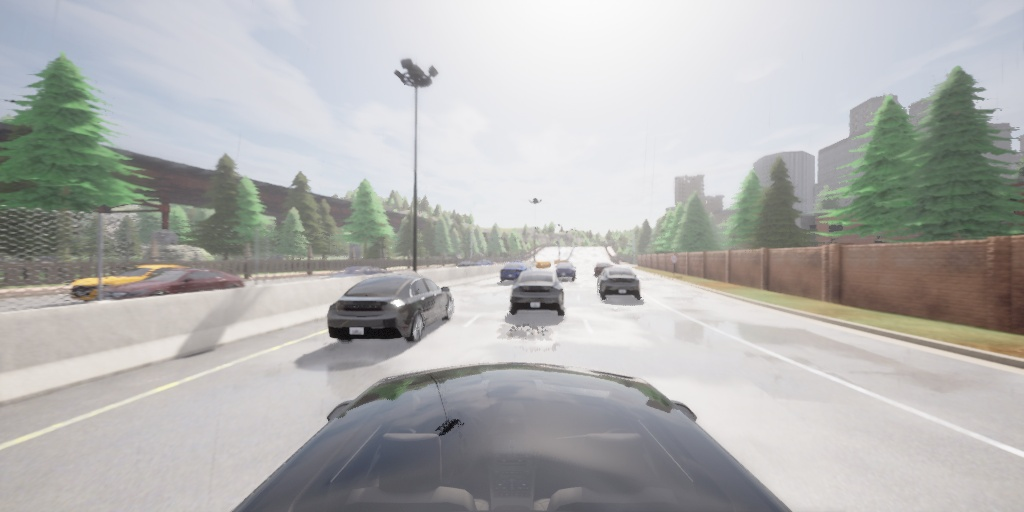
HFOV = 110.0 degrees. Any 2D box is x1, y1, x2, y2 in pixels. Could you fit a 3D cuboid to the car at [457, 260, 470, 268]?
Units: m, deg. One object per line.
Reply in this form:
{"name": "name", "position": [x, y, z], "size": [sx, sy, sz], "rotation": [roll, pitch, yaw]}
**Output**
{"name": "car", "position": [-7.380, 1.395, 58.719], "size": [1.994, 1.385, 4.181], "rotation": [0, 0, 13]}

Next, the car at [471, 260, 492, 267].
{"name": "car", "position": [-4.408, 1.322, 56.036], "size": [1.882, 1.535, 5.008], "rotation": [0, 0, 13]}

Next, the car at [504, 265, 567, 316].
{"name": "car", "position": [1.061, 1.291, 13.775], "size": [1.837, 1.490, 4.892], "rotation": [0, 0, 8]}

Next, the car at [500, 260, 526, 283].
{"name": "car", "position": [0.415, 1.292, 28.728], "size": [1.882, 1.535, 5.008], "rotation": [0, 0, 12]}

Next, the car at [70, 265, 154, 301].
{"name": "car", "position": [-16.400, 1.150, 16.347], "size": [1.882, 1.535, 5.008], "rotation": [0, 0, 8]}

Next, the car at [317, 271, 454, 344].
{"name": "car", "position": [-2.934, 1.255, 9.649], "size": [1.837, 1.490, 4.892], "rotation": [0, 0, 5]}

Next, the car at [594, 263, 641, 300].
{"name": "car", "position": [5.407, 1.331, 18.491], "size": [1.837, 1.490, 4.892], "rotation": [0, 0, 11]}

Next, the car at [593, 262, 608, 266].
{"name": "car", "position": [9.544, 1.374, 37.563], "size": [1.882, 1.535, 5.008], "rotation": [0, 0, 13]}

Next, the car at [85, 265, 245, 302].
{"name": "car", "position": [-13.152, 1.216, 14.338], "size": [1.812, 1.442, 4.674], "rotation": [0, 0, 8]}

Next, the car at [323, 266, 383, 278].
{"name": "car", "position": [-8.712, 1.281, 20.410], "size": [2.033, 1.411, 5.357], "rotation": [0, 0, 10]}

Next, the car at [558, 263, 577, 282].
{"name": "car", "position": [4.881, 1.379, 32.718], "size": [1.812, 1.442, 4.674], "rotation": [0, 0, 12]}
